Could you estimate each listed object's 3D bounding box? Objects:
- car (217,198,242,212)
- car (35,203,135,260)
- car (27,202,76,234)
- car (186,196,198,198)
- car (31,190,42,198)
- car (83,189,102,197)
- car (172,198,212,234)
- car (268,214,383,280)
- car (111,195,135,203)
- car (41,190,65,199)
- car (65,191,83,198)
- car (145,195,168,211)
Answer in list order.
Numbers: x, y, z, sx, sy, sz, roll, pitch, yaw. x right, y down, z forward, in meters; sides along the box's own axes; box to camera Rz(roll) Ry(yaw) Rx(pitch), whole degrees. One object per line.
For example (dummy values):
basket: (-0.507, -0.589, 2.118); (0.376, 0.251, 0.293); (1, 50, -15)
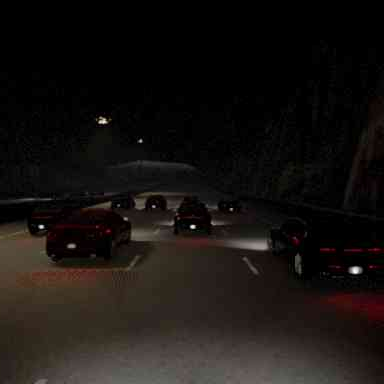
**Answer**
car: (3.464, 1.184, 31.520); (1.895, 1.301, 4.718); (0, 1, 0)
car: (-3.452, 1.366, 11.981); (1.882, 1.535, 5.008); (0, 1, 0)
car: (-6.974, 1.321, 17.810); (1.837, 1.490, 4.892); (0, 1, 0)
car: (-0.046, 1.106, 33.833); (1.994, 1.385, 4.181); (0, 1, 0)
car: (-28.275, 0.373, 62.072); (2.128, 1.511, 4.902); (0, 2, 0)
car: (-17.792, 0.227, 61.335); (2.097, 1.767, 4.553); (0, 2, 0)
car: (0.026, 1.316, 17.773); (1.837, 1.490, 4.892); (0, 1, 0)
car: (3.554, 1.414, 9.657); (1.837, 1.490, 4.892); (0, 1, 0)
car: (-7.048, 1.065, 34.225); (1.812, 1.442, 4.674); (0, 1, 0)
car: (-24.773, 0.447, 60.598); (2.033, 1.411, 5.357); (0, 2, 0)
car: (-21.288, 0.425, 61.739); (1.994, 1.385, 4.181); (0, 2, 0)
car: (-3.545, 1.059, 33.310); (1.837, 1.490, 4.892); (0, 1, 0)
